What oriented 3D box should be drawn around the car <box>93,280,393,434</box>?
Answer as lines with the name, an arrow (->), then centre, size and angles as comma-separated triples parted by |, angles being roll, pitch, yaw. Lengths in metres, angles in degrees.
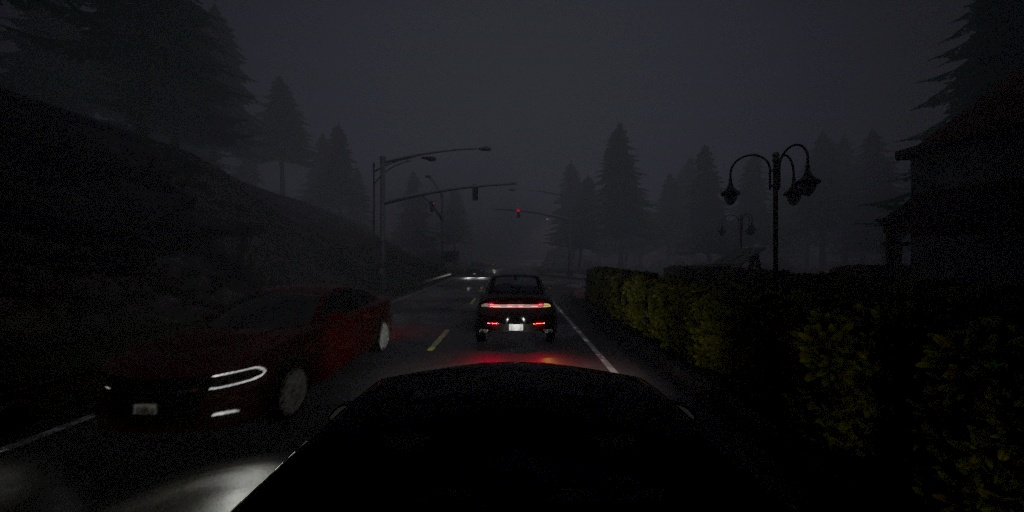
car -> -3.592, 1.227, 6.011 | 1.882, 1.535, 5.008 | 0, 0, 0

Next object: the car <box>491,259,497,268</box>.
car -> -3.438, 1.227, 55.972 | 1.882, 1.535, 5.008 | 0, 0, 1

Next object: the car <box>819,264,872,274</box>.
car -> 28.061, 1.390, 29.421 | 5.008, 1.535, 1.882 | 0, 0, 1

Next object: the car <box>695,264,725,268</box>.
car -> 15.756, 1.417, 29.547 | 4.892, 1.490, 1.837 | 0, 0, 0

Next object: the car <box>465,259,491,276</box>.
car -> -3.531, 1.297, 36.289 | 2.033, 1.411, 5.357 | 0, 0, 0

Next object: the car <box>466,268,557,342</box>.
car -> 0.095, 1.242, 9.740 | 2.128, 1.511, 4.902 | 0, 0, 0
